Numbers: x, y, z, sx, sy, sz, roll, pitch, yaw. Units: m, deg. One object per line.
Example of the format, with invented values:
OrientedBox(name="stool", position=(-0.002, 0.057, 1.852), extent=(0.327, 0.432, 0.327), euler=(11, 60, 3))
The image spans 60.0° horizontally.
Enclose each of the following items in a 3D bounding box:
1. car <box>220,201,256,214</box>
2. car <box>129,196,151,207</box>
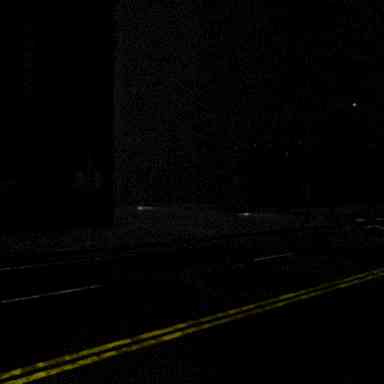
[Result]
OrientedBox(name="car", position=(5.305, 1.699, 38.843), extent=(1.882, 1.535, 5.008), euler=(0, 0, -35))
OrientedBox(name="car", position=(-9.381, 1.686, 59.772), extent=(2.150, 2.045, 5.566), euler=(0, -1, -35))
